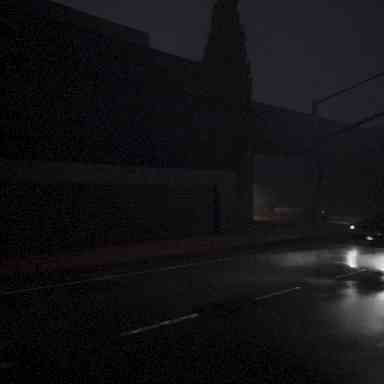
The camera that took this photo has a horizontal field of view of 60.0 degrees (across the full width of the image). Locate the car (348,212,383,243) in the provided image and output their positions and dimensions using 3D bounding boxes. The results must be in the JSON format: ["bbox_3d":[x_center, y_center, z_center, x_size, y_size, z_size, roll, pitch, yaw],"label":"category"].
[{"bbox_3d":[8.957,1.601,15.215,4.718,1.301,1.895,0,0,-43],"label":"car"}]

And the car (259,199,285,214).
[{"bbox_3d":[9.025,1.490,33.690,2.128,1.511,4.902,0,0,-37],"label":"car"}]

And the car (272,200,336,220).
[{"bbox_3d":[9.302,1.601,27.469,1.895,1.301,4.718,0,0,-37],"label":"car"}]

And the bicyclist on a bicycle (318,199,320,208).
[{"bbox_3d":[16.214,1.303,43.252,1.656,1.620,0.582,0,0,-37],"label":"bicyclist on a bicycle"}]
